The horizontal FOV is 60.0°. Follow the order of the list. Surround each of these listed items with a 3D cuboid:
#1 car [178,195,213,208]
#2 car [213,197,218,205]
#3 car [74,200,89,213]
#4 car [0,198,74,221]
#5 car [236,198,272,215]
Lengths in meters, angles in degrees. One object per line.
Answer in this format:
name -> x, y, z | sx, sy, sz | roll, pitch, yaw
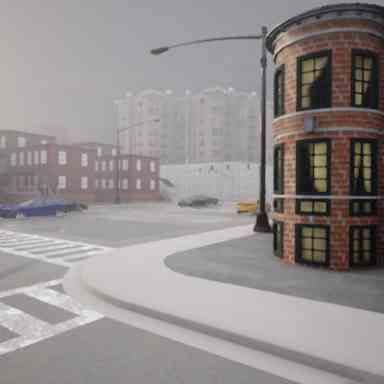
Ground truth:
car -> 0.203, 1.115, 42.239 | 2.097, 1.767, 4.553 | 1, 0, 36
car -> 2.005, 1.278, 50.690 | 2.033, 1.411, 5.357 | 1, 0, 36
car -> -12.231, 1.276, 30.897 | 2.033, 1.411, 5.357 | 1, 0, 36
car -> -11.939, 1.240, 25.251 | 1.882, 1.535, 5.008 | 1, 0, 35
car -> 6.080, 1.345, 32.109 | 1.882, 1.535, 5.008 | 1, 0, 36
